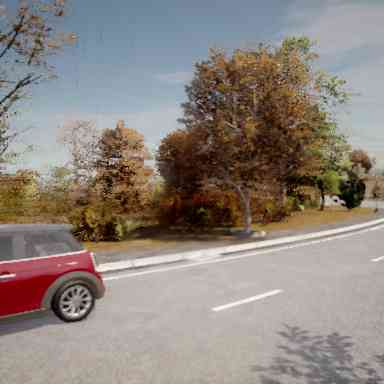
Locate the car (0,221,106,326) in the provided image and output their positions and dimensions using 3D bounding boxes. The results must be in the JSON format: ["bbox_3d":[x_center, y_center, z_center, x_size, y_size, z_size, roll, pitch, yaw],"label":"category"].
[{"bbox_3d":[-3.918,1.379,5.650,4.553,1.767,2.097,0,0,-36],"label":"car"}]
